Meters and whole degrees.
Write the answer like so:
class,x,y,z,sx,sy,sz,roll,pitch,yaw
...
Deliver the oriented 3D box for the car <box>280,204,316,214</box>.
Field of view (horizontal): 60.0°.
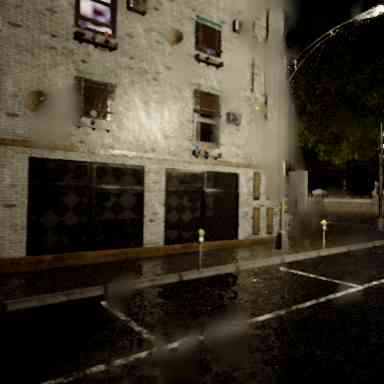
class,x,y,z,sx,sy,sz,roll,pitch,yaw
car,11.719,1.717,37.901,1.752,1.417,4.829,2,-1,-35
